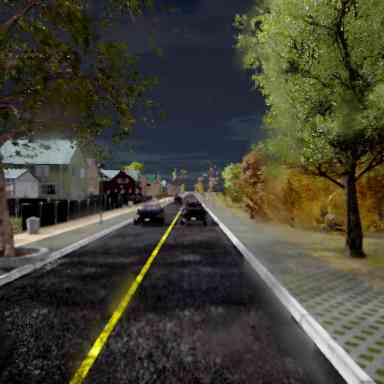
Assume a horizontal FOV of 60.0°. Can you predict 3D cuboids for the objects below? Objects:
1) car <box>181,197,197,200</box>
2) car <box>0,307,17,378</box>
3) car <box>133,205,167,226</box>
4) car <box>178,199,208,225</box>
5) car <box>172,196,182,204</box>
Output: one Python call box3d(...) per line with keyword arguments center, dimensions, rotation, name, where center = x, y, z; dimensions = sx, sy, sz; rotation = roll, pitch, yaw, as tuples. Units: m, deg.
box3d(center=(0.112, 1.506, 39.451), dimensions=(2.128, 1.511, 4.902), rotation=(0, 0, 0), name="car")
box3d(center=(-2.850, 1.548, 1.309), dimensions=(2.033, 1.411, 5.357), rotation=(0, 0, 0), name="car")
box3d(center=(-2.841, 1.570, 23.177), dimensions=(1.994, 1.385, 4.181), rotation=(0, 0, 0), name="car")
box3d(center=(0.103, 1.511, 24.376), dimensions=(1.837, 1.490, 4.892), rotation=(0, 0, 0), name="car")
box3d(center=(-2.731, 1.539, 65.105), dimensions=(1.837, 1.490, 4.892), rotation=(0, 1, 0), name="car")
